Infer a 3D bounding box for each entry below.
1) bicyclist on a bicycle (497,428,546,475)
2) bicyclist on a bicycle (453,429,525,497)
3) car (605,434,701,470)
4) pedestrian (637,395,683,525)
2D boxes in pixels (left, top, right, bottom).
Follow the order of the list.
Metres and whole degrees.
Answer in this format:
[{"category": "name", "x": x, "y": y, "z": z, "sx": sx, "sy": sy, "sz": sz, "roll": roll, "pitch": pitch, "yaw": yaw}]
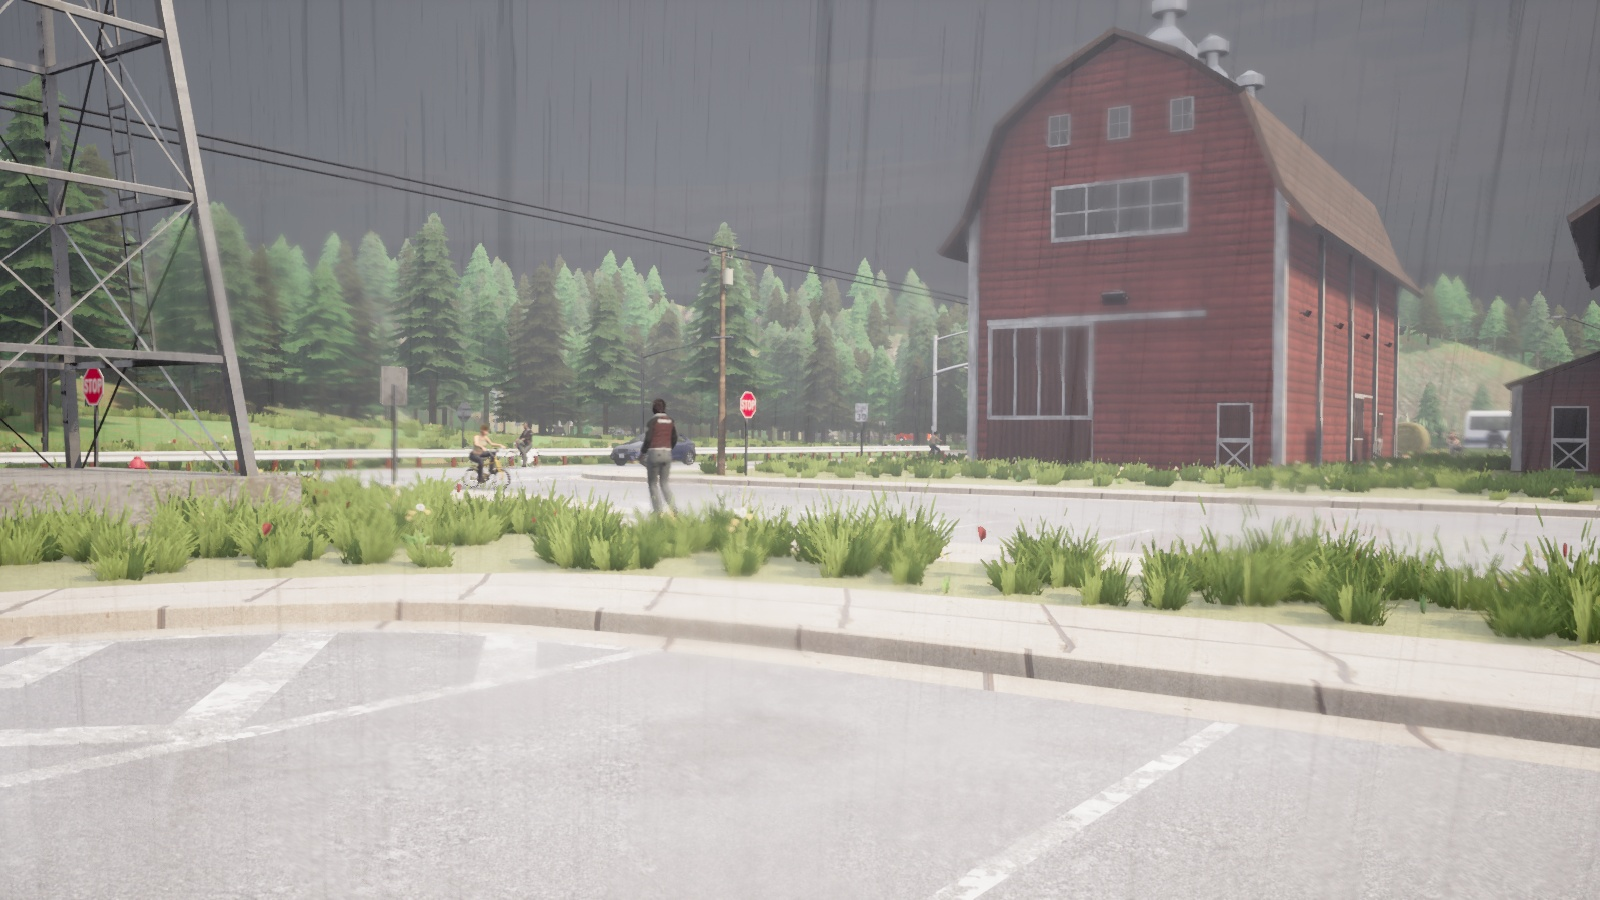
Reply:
[{"category": "bicyclist on a bicycle", "x": -10.611, "y": 0.044, "z": 47.890, "sx": 0.659, "sy": 1.776, "sz": 1.843, "roll": 0, "pitch": 1, "yaw": 34}, {"category": "bicyclist on a bicycle", "x": -7.652, "y": 0.315, "z": 30.907, "sx": 1.509, "sy": 1.612, "sz": 0.866, "roll": 0, "pitch": 2, "yaw": 29}, {"category": "car", "x": -6.293, "y": 0.061, "z": 54.251, "sx": 1.816, "sy": 1.474, "sz": 4.193, "roll": 0, "pitch": 1, "yaw": 34}, {"category": "pedestrian", "x": -2.122, "y": 0.146, "z": 19.009, "sx": 0.402, "sy": 1.930, "sz": 0.666, "roll": -1, "pitch": 1, "yaw": -36}]
